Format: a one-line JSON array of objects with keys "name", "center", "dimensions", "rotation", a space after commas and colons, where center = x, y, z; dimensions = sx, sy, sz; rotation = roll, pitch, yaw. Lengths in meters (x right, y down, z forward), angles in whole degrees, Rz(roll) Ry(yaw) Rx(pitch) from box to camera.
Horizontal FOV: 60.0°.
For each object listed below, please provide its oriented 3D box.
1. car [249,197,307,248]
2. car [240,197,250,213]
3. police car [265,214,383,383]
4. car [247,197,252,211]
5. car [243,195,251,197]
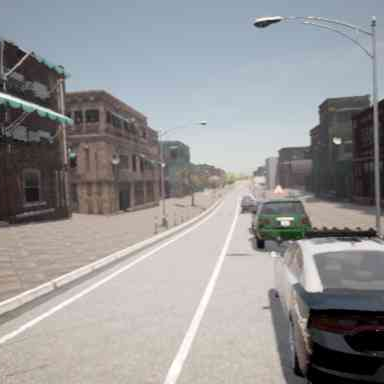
[{"name": "car", "center": [3.979, 1.346, 15.383], "dimensions": [2.150, 2.045, 5.566], "rotation": [-2, -2, 9]}, {"name": "car", "center": [7.280, 1.842, 42.845], "dimensions": [1.837, 1.490, 4.892], "rotation": [-3, 1, 9]}, {"name": "police car", "center": [2.407, 1.399, 5.509], "dimensions": [1.930, 1.638, 5.238], "rotation": [-2, -1, 10]}, {"name": "car", "center": [4.889, 1.478, 21.323], "dimensions": [2.150, 2.045, 5.566], "rotation": [-2, -1, 9]}, {"name": "car", "center": [9.180, 1.350, 55.478], "dimensions": [2.097, 1.767, 4.553], "rotation": [-2, 2, 9]}]
